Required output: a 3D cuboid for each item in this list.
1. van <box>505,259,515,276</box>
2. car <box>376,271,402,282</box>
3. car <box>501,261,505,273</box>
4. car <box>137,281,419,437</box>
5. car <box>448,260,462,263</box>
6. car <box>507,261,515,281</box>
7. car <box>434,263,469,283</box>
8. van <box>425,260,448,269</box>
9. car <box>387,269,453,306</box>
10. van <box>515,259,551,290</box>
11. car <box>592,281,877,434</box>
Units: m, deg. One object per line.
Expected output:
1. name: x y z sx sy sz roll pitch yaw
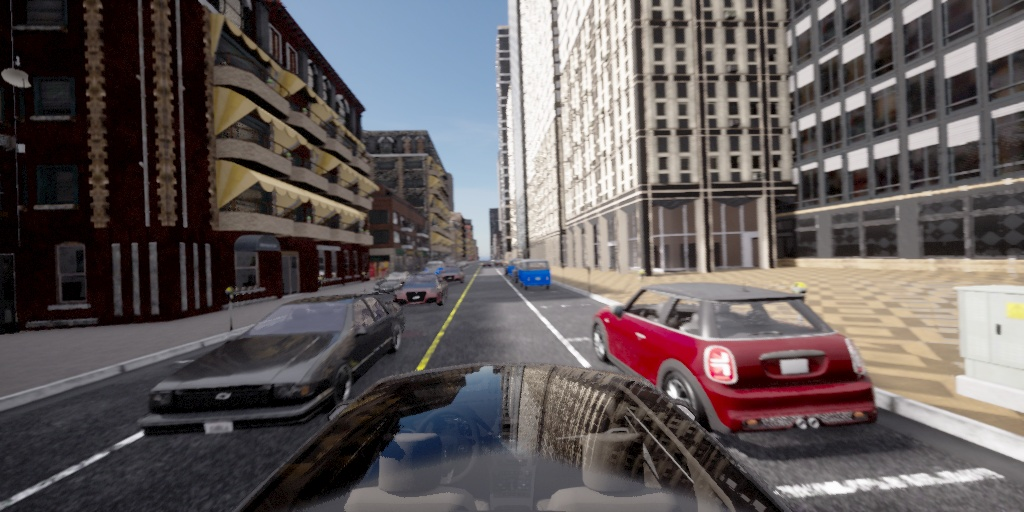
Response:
1. van: 0.548 1.143 33.553 1.690 1.789 3.998 0 0 -4
2. car: -6.980 1.616 21.674 2.007 1.370 4.403 0 0 -4
3. car: 0.136 1.398 39.187 1.948 1.339 4.313 0 0 -4
4. car: -3.297 1.435 6.436 2.033 1.411 5.357 -2 0 -4
5. car: -9.452 1.564 55.474 2.192 1.841 5.009 0 0 -4
6. car: 0.960 1.322 27.920 2.007 1.370 4.403 0 0 -4
7. car: -5.005 1.572 30.111 1.994 1.385 4.181 -2 0 -4
8. van: -8.216 1.496 38.574 1.690 1.789 3.998 0 0 -4
9. car: -4.032 1.502 16.436 1.994 1.385 4.181 -2 0 -5
10. van: 1.372 1.083 22.286 1.690 1.789 3.998 0 0 -4
11. car: 2.609 1.096 5.386 1.967 1.591 4.097 0 0 -4
